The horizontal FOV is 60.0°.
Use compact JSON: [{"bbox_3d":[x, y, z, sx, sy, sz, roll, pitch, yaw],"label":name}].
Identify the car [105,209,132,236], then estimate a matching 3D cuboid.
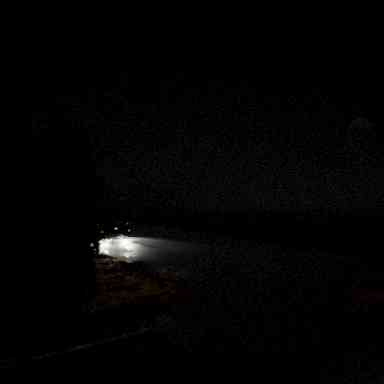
[{"bbox_3d":[-4.922,1.637,18.176,1.994,1.385,4.181,1,0,-35],"label":"car"}]
